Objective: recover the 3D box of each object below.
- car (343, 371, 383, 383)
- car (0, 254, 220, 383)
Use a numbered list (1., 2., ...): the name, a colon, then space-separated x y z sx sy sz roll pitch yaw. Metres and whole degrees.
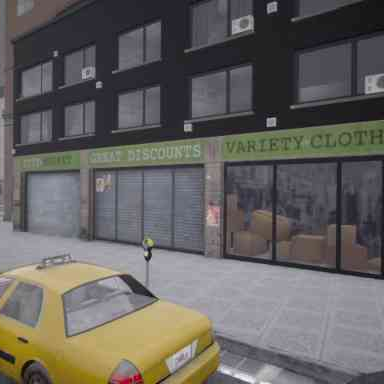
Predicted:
1. car: 2.717 1.551 1.156 4.403 1.369 2.008 0 1 35
2. car: -1.975 1.524 4.491 4.829 1.417 1.752 0 1 35
